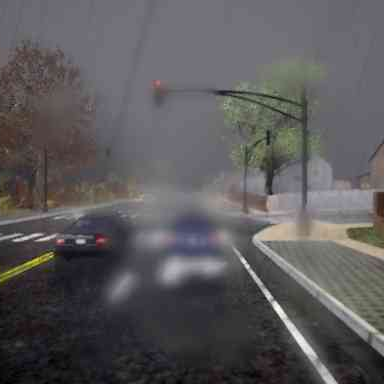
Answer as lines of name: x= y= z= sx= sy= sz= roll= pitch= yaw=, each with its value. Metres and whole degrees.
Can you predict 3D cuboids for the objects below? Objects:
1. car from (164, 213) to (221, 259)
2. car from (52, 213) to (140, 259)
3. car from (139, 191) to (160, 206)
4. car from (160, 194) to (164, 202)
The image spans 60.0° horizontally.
car: x=0.037 y=1.474 z=12.160 sx=2.033 sy=1.411 sz=5.357 roll=0 pitch=0 yaw=1
car: x=-3.213 y=1.474 z=12.176 sx=2.033 sy=1.411 sz=5.357 roll=0 pitch=0 yaw=1
car: x=-6.583 y=0.942 z=49.985 sx=2.150 sy=2.045 sz=5.566 roll=0 pitch=0 yaw=0
car: x=-6.510 y=1.142 z=65.562 sx=2.128 sy=1.511 sz=4.902 roll=0 pitch=0 yaw=1
